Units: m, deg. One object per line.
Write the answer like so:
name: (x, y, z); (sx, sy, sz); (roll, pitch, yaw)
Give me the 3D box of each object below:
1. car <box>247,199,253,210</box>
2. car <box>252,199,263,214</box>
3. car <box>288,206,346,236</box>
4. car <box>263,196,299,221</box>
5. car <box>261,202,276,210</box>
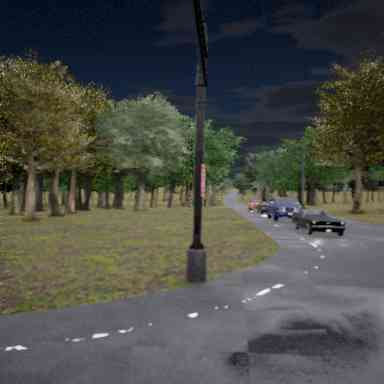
car: (9.546, 1.850, 49.792); (2.097, 1.767, 4.553); (2, -1, 4)
car: (8.802, 1.871, 39.524); (2.033, 1.411, 5.357); (2, -1, 4)
car: (7.255, 1.716, 19.446); (1.895, 1.301, 4.718); (2, 0, 4)
car: (7.999, 1.429, 29.284); (2.150, 2.045, 5.566); (2, 0, 4)
car: (13.778, 2.441, 59.964); (1.895, 1.301, 4.718); (2, -1, 4)
